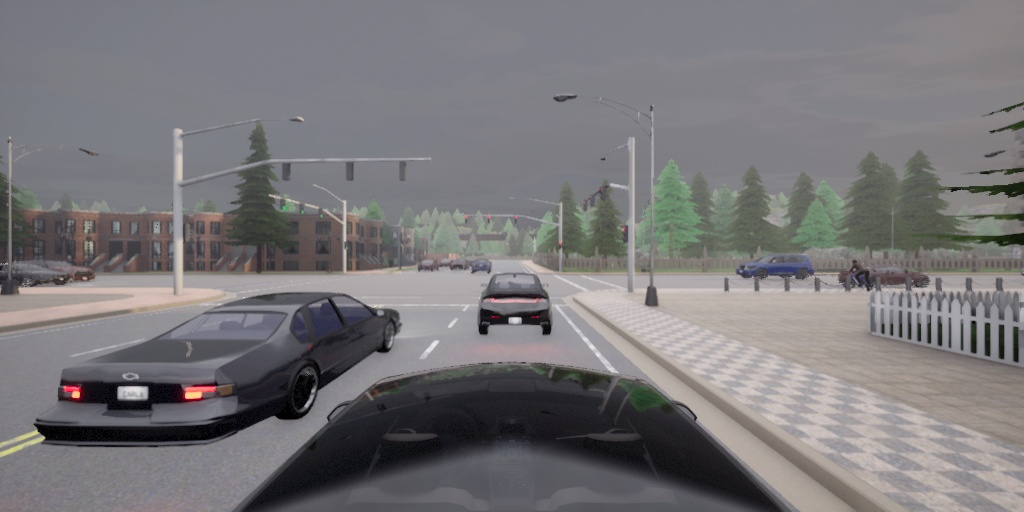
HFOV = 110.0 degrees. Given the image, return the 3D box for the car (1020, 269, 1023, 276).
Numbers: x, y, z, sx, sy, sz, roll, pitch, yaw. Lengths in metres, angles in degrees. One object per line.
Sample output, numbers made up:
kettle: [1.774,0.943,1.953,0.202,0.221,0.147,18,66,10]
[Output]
car: [45.735,1.310,29.817,4.718,1.301,1.895,0,0,0]

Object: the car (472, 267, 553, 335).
car: [0.081,1.229,10.447,2.128,1.511,4.902,0,0,0]

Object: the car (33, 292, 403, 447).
car: [-3.437,1.292,5.778,2.033,1.411,5.357,0,0,0]

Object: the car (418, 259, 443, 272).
car: [-10.581,1.164,45.644,1.882,1.535,5.008,0,0,0]

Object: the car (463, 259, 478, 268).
car: [-7.031,1.226,61.497,1.994,1.385,4.181,0,0,1]

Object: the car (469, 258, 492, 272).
car: [-3.405,1.044,41.559,2.097,1.767,4.553,0,0,0]

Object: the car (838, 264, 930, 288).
car: [23.471,1.245,22.734,4.674,1.442,1.812,0,0,0]

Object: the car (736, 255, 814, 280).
car: [21.891,0.930,29.917,5.566,2.045,2.150,0,0,0]

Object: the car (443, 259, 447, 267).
car: [-10.578,1.147,57.362,1.882,1.535,5.008,0,1,0]

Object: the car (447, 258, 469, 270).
car: [-7.065,1.033,49.037,2.097,1.767,4.553,0,0,0]

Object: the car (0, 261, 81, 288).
car: [-31.357,1.224,22.905,4.892,1.490,1.837,0,0,-3]

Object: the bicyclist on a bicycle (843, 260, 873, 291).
bicyclist on a bicycle: [18.247,1.027,18.936,0.582,1.620,1.656,0,0,0]

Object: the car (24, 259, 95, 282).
car: [-33.718,1.067,26.234,4.553,1.767,2.097,0,0,-5]
